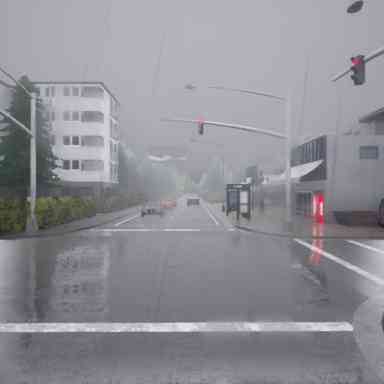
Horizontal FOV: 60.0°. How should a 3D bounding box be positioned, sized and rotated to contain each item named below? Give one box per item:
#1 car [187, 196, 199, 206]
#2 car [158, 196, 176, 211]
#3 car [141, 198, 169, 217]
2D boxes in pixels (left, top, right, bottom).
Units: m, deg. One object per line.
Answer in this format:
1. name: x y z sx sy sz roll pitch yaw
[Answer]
1. car: 0.241 1.477 53.920 1.882 1.535 5.008 0 0 1
2. car: -3.490 1.352 40.690 2.097 1.767 4.553 0 0 0
3. car: -3.522 1.564 30.989 1.994 1.385 4.181 0 0 0
